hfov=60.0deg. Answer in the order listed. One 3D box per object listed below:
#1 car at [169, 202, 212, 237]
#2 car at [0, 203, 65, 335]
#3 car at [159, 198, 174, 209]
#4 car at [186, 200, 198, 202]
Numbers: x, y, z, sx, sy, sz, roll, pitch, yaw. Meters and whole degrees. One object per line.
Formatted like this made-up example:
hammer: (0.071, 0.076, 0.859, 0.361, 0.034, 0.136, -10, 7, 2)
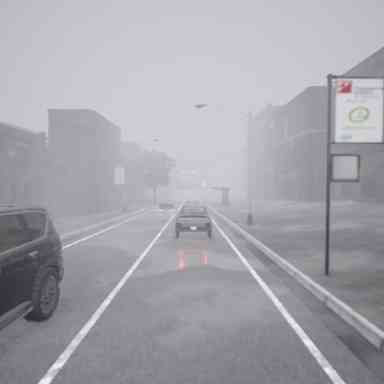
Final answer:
car: (0.068, 1.492, 18.071, 2.128, 1.511, 4.902, 0, 0, 0)
car: (-3.568, 1.219, 4.315, 2.150, 2.045, 5.566, 0, 0, 0)
car: (-3.457, 1.547, 45.924, 1.882, 1.535, 5.008, 0, -1, 0)
car: (-0.003, 1.582, 35.963, 2.033, 1.411, 5.357, 0, 0, 0)
